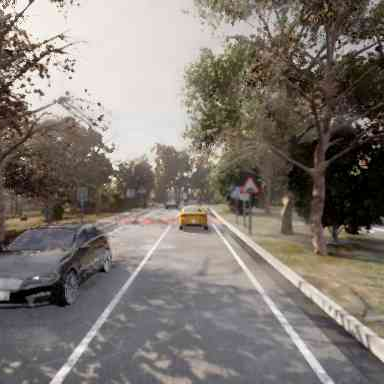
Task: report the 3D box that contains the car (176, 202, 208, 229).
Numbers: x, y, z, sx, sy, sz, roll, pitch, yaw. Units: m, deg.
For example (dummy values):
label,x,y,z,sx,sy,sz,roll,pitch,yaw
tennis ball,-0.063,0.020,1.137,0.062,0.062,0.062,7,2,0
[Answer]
label,x,y,z,sx,sy,sz,roll,pitch,yaw
car,0.105,1.719,23.575,1.882,1.535,5.008,0,-1,0

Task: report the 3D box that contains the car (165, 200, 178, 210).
label,x,y,z,sx,sy,sz,roll,pitch,yaw
car,-3.013,1.880,50.641,2.033,1.411,5.357,0,0,2

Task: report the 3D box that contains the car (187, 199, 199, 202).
label,x,y,z,sx,sy,sz,roll,pitch,yaw
car,0.164,1.690,40.967,2.097,1.767,4.553,0,0,1

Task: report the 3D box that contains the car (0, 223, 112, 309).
label,x,y,z,sx,sy,sz,roll,pitch,yaw
car,-3.349,1.566,8.234,2.128,1.511,4.902,0,-1,0
